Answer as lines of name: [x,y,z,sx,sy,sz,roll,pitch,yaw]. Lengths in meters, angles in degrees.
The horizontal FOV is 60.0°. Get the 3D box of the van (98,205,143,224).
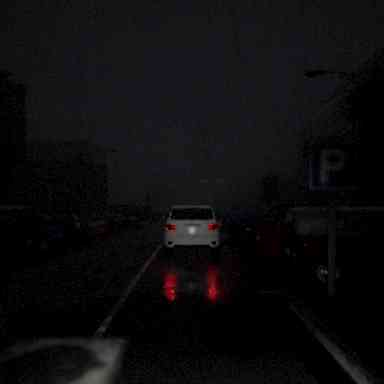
van: [-7.796,2.483,36.605,4.442,1.987,1.878,0,-2,0]

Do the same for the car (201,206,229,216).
car: [4.679,3.793,67.588,5.566,2.045,2.435,0,-2,0]

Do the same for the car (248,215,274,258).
car: [4.680,1.693,11.773,4.792,1.488,2.163,0,-2,0]

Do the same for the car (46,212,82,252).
car: [-7.685,1.752,14.286,5.008,1.535,2.097,0,-2,0]

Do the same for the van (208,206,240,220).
van: [4.534,2.976,48.048,4.442,1.987,1.878,0,-2,0]

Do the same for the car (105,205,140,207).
car: [-7.708,2.337,33.817,5.566,2.045,2.435,0,-2,0]

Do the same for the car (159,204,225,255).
car: [0.000,1.552,14.722,2.150,2.045,5.566,0,-2,0]

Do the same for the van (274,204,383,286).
van: [4.767,1.361,8.996,4.442,1.987,1.878,0,-2,0]

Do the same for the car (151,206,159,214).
car: [-7.707,4.198,77.009,5.566,2.045,2.435,0,-2,0]

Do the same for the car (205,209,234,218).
car: [4.648,3.603,56.410,4.674,1.452,2.002,0,-2,0]

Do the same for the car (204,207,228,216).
car: [4.620,3.798,64.790,4.553,1.767,2.185,0,-2,0]

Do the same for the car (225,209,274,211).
car: [4.680,2.269,25.709,4.792,1.488,2.163,0,-2,0]

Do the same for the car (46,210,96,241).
car: [-7.648,1.742,17.079,4.553,1.767,2.185,0,-2,0]

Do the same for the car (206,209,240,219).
car: [4.645,3.327,50.954,5.008,1.535,2.097,0,-2,0]

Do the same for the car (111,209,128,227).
car: [-7.676,2.273,25.564,4.674,1.452,2.002,0,-2,0]

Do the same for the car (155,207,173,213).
car: [-7.710,4.956,91.681,4.553,1.767,2.185,0,-2,0]

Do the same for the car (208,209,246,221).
car: [4.657,3.083,45.248,4.892,1.521,2.231,0,-2,0]

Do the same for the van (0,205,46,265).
van: [-7.796,1.430,11.521,4.442,1.987,1.878,0,-2,0]

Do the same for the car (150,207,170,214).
car: [-7.647,4.445,79.814,4.553,1.767,2.185,0,-2,0]

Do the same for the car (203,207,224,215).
car: [4.682,4.159,73.163,4.553,1.767,2.185,0,-2,0]

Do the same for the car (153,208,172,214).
car: [-7.676,4.869,85.802,4.674,1.452,2.002,0,-2,0]

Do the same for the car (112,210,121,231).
car: [-7.651,2.142,22.777,4.792,1.488,2.163,0,-2,0]

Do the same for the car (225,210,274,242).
car: [4.621,2.029,20.127,4.792,1.488,2.163,0,-2,0]

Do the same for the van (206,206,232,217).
van: [4.768,3.457,59.212,4.442,1.987,1.878,0,-2,0]

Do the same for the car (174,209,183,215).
car: [-2.999,4.464,74.797,1.895,1.301,4.718,0,-2,0]

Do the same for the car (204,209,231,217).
car: [4.679,3.833,61.994,4.792,1.488,2.163,0,-2,0]

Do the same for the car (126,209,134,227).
car: [-7.677,2.388,28.228,4.674,1.452,2.002,0,-2,0]

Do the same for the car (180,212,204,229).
car: [0.001,2.505,29.704,1.994,1.385,4.181,0,-2,0]

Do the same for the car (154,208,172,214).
car: [-7.708,4.985,88.739,4.792,1.488,2.163,0,-2,0]

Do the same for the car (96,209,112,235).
car: [-7.865,1.990,19.989,5.366,1.575,1.946,0,-2,0]

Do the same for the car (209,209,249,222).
car: [4.644,2.963,42.456,4.892,1.521,2.231,0,-2,0]

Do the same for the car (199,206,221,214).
car: [4.623,4.635,87.124,5.566,2.045,2.435,0,-2,0]

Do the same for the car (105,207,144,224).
car: [-7.494,2.470,31.144,5.366,1.575,1.946,0,-2,0]

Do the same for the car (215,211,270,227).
car: [4.679,2.510,31.292,4.792,1.488,2.163,0,-2,0]
